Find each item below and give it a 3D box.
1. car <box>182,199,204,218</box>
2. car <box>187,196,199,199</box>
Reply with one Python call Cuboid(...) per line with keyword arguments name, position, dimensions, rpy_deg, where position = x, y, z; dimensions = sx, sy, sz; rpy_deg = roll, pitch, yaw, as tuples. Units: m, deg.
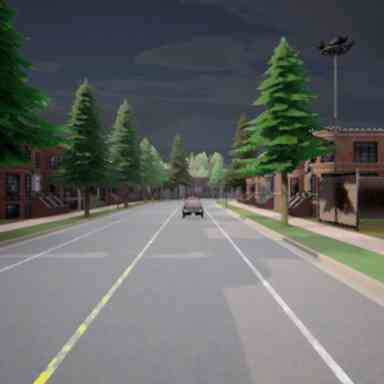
Cuboid(name="car", position=(0.092, 1.575, 29.751), dimensions=(1.895, 1.301, 4.718), rpy_deg=(0, 0, 0))
Cuboid(name="car", position=(0.087, 1.315, 41.484), dimensions=(2.097, 1.767, 4.553), rpy_deg=(0, 0, 0))
